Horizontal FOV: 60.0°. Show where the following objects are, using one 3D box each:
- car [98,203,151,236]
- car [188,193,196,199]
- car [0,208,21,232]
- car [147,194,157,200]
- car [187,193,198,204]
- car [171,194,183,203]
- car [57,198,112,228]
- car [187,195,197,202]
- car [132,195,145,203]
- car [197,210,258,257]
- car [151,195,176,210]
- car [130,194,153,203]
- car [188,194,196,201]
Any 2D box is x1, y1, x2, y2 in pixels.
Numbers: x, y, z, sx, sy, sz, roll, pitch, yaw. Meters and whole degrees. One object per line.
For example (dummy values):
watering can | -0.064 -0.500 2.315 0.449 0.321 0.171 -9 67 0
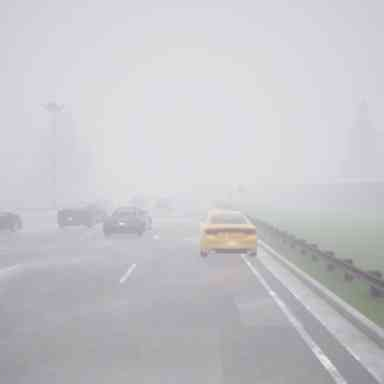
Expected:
car | -3.385 1.496 18.042 1.994 1.385 4.181 0 0 0
car | 0.072 1.090 86.343 2.128 1.511 4.902 0 0 0
car | -10.386 1.428 16.538 2.128 1.511 4.902 0 0 0
car | -10.427 1.196 87.593 2.128 1.511 4.902 0 0 0
car | 0.050 1.340 59.585 1.994 1.385 4.181 0 0 0
car | -3.345 1.110 64.813 2.097 1.767 4.553 0 0 0
car | -6.882 1.397 21.317 1.882 1.535 5.008 0 0 0
car | 0.058 1.302 69.203 1.994 1.385 4.181 0 0 0
car | -10.347 1.320 64.587 1.994 1.385 4.181 0 0 0
car | 1.236 1.429 12.789 1.882 1.535 5.008 0 0 0
car | -3.367 1.396 40.176 2.033 1.411 5.357 0 0 0
car | -6.863 1.186 44.257 2.097 1.767 4.553 0 0 0
car | 0.065 1.186 78.002 1.837 1.490 4.892 0 0 0
